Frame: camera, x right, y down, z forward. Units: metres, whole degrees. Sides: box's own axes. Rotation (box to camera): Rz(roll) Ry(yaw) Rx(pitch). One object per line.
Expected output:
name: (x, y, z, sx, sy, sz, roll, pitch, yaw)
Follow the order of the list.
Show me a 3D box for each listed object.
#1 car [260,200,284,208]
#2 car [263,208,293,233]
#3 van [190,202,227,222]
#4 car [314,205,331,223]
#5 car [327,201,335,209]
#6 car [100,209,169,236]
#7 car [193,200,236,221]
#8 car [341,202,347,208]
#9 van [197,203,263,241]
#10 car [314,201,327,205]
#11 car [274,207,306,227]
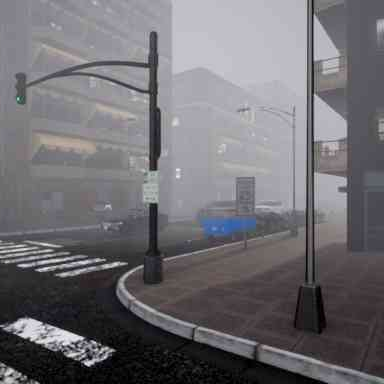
car: (8.843, 1.954, 38.253, 2.150, 2.045, 5.566, 0, -1, 36)
car: (5.304, 2.035, 23.393, 1.947, 1.339, 4.313, -1, -2, 35)
van: (1.681, 1.903, 32.708, 1.690, 1.788, 3.998, -1, -2, 35)
car: (11.725, 2.233, 32.422, 2.008, 1.369, 4.403, -1, -2, 35)
car: (27.364, 2.729, 68.821, 2.192, 1.841, 5.009, -1, -2, 35)
car: (-3.490, 1.815, 20.939, 2.128, 1.511, 4.902, 0, -1, 35)
car: (2.647, 1.749, 29.551, 2.150, 2.045, 5.566, 0, -1, 37)
car: (40.111, 3.376, 86.737, 1.752, 1.417, 4.829, -1, -2, 35)
van: (2.230, 1.704, 18.786, 1.690, 1.788, 3.998, -1, -2, 35)
car: (24.154, 2.890, 64.301, 1.802, 1.307, 4.206, -1, -2, 35)
car: (8.514, 2.158, 27.906, 1.802, 1.307, 4.206, -1, -2, 35)
